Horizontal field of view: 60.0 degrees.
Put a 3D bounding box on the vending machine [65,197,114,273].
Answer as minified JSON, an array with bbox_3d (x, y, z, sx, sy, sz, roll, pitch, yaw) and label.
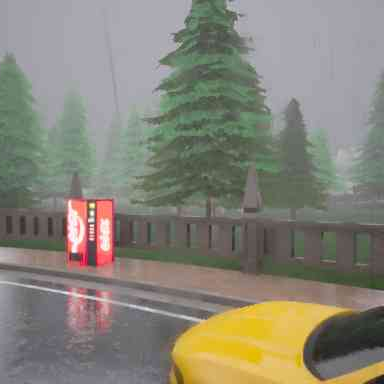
[{"bbox_3d":[-3.012,1.195,9.875,0.880,2.100,1.100,0,0,25],"label":"vending machine"}]

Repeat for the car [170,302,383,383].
[{"bbox_3d":[2.078,1.478,2.156,5.008,1.535,1.882,0,0,36],"label":"car"}]
